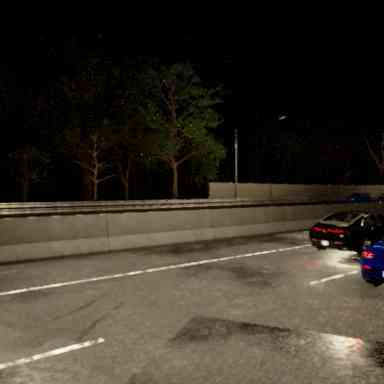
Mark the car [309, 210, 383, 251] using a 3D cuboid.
[{"bbox_3d":[6.513,1.470,12.732,4.892,1.490,1.837,-1,0,-35],"label":"car"}]

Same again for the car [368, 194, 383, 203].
[{"bbox_3d":[29.408,1.383,50.728,4.892,1.490,1.837,-1,0,-35],"label":"car"}]

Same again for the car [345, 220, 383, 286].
[{"bbox_3d":[5.889,1.499,8.013,4.674,1.442,1.812,0,0,-35],"label":"car"}]

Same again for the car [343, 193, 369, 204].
[{"bbox_3d":[26.252,1.102,52.773,5.566,2.045,2.150,0,0,-35],"label":"car"}]
